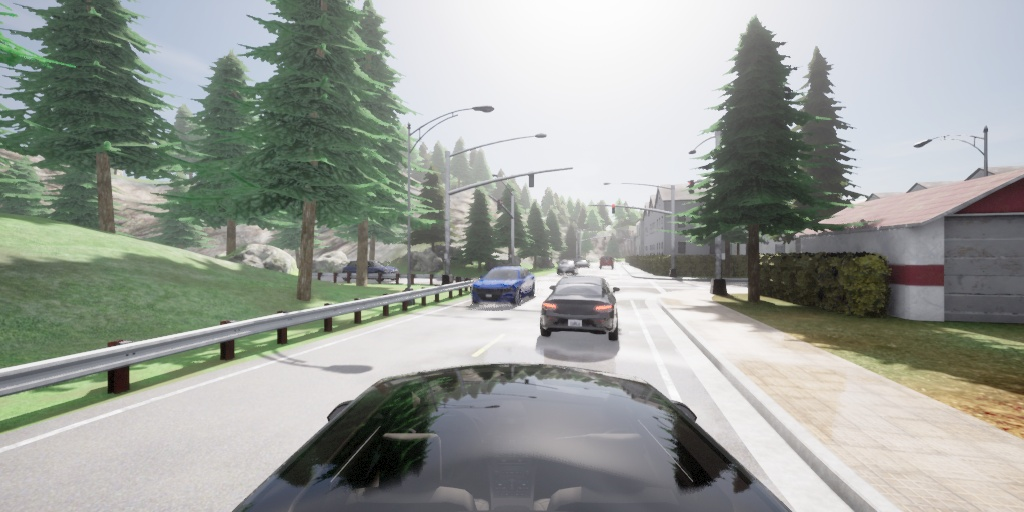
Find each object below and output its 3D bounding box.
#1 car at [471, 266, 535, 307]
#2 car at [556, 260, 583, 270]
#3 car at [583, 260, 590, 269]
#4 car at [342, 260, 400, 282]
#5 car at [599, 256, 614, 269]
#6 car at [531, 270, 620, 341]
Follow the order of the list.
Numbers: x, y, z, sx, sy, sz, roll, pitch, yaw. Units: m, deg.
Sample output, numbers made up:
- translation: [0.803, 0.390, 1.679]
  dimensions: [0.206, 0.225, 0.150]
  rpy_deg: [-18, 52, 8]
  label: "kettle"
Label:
- translation: [-0.219, 1.227, 15.968]
  dimensions: [1.882, 1.535, 5.008]
  rpy_deg: [0, 0, 16]
  label: "car"
- translation: [5.913, 1.241, 38.052]
  dimensions: [2.128, 1.511, 4.902]
  rpy_deg: [0, 0, 16]
  label: "car"
- translation: [11.284, 1.314, 57.185]
  dimensions: [1.994, 1.385, 4.181]
  rpy_deg: [0, 0, 16]
  label: "car"
- translation: [-11.349, 1.117, 29.000]
  dimensions: [4.553, 1.767, 2.097]
  rpy_deg: [0, 0, 15]
  label: "car"
- translation: [15.580, 0.971, 58.917]
  dimensions: [2.150, 2.045, 5.566]
  rpy_deg: [0, 0, 16]
  label: "car"
- translation: [1.960, 1.276, 9.924]
  dimensions: [1.812, 1.442, 4.674]
  rpy_deg: [0, 0, 15]
  label: "car"
